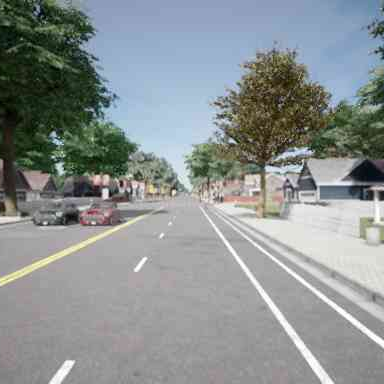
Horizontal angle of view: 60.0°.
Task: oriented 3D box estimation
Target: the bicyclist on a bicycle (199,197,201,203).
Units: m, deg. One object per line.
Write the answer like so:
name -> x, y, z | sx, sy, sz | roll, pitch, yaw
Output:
bicyclist on a bicycle -> 2.090, 2.029, 84.601 | 0.582, 1.620, 1.656 | 0, 0, 0

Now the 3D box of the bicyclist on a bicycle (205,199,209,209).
bicyclist on a bicycle -> 2.159, 1.800, 49.728 | 0.866, 1.612, 1.509 | 0, 0, 0

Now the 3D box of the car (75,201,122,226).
car -> -6.644, 1.520, 24.675 | 2.097, 1.767, 4.553 | 0, 0, 0

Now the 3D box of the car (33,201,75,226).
car -> -9.894, 1.520, 24.670 | 2.097, 1.767, 4.553 | 0, 0, 0
